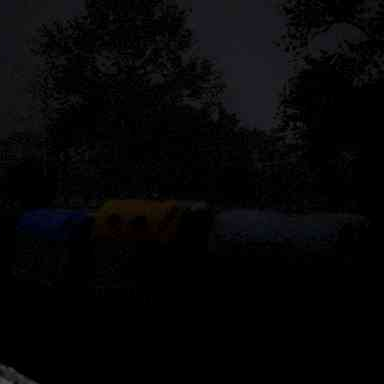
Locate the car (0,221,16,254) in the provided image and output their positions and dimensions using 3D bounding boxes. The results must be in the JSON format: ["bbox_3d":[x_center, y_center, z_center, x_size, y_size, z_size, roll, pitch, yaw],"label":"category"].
[{"bbox_3d":[-8.930,1.499,11.999,2.435,2.045,5.566,-1,-1,13],"label":"car"}]
